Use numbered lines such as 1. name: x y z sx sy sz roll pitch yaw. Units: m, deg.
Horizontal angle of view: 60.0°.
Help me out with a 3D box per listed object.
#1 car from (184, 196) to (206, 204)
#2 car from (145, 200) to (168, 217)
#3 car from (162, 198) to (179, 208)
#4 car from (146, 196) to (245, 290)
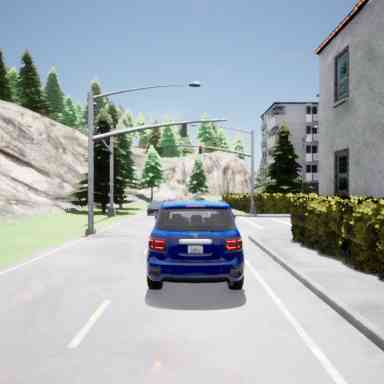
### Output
1. car: 0.625 1.491 62.612 2.128 1.511 4.902 0 0 28
2. car: -3.450 1.547 33.263 2.033 1.411 5.357 0 0 -3
3. car: -3.113 1.563 49.195 1.994 1.385 4.181 0 0 5
4. car: 0.087 1.221 9.226 2.150 2.045 5.566 0 0 0
